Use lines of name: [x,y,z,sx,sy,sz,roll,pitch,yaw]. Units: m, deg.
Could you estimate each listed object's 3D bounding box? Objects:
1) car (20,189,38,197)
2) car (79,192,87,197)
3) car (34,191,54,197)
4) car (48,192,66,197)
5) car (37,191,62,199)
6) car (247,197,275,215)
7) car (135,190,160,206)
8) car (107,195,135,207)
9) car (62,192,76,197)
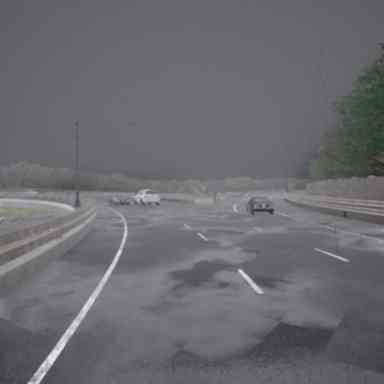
car: [-38.738,0.273,79.166,5.566,2.045,2.150,0,1,36]
car: [-26.627,0.749,77.843,4.718,1.301,1.895,0,1,42]
car: [-36.509,0.537,81.871,5.357,1.411,2.033,0,1,36]
car: [-34.330,0.542,84.609,4.718,1.301,1.895,0,1,36]
car: [-31.028,0.722,72.359,5.008,1.535,1.882,0,1,42]
car: [5.813,1.133,28.633,2.033,1.411,5.357,0,1,4]
car: [-5.840,0.702,42.515,2.150,2.045,5.566,0,1,-25]
car: [-9.261,1.060,41.750,2.033,1.411,5.357,-1,1,-26]
car: [-28.733,0.681,75.017,5.008,1.535,1.882,0,1,42]
